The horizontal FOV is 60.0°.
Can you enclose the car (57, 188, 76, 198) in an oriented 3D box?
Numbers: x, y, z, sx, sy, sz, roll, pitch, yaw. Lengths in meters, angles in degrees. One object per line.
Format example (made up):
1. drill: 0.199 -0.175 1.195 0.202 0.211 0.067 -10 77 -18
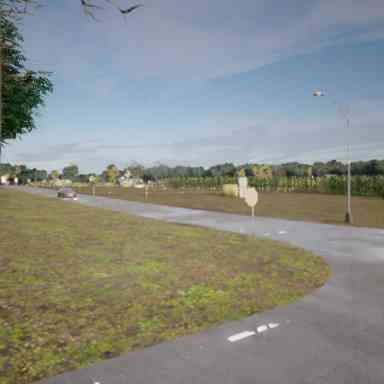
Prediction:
1. car: -18.810 0.089 49.820 1.812 1.442 4.674 -2 3 -36
